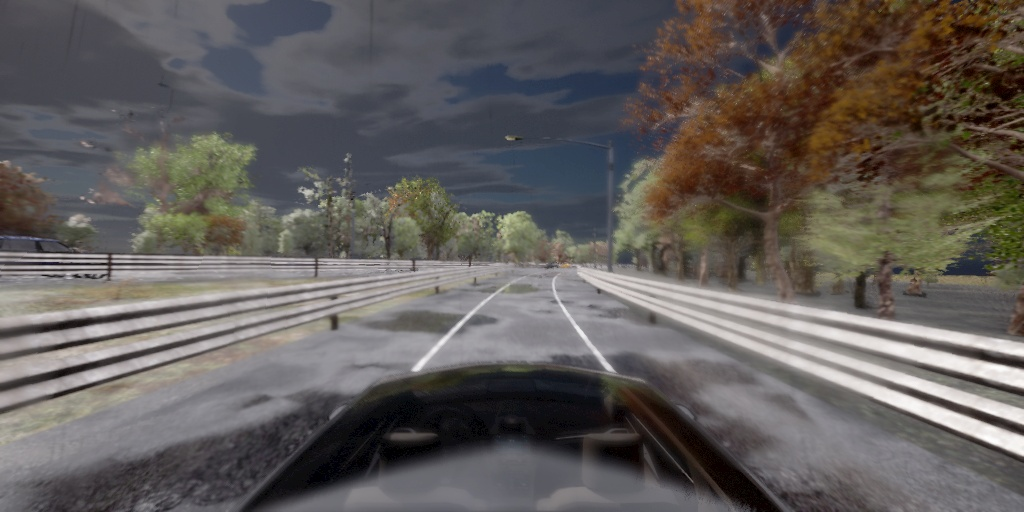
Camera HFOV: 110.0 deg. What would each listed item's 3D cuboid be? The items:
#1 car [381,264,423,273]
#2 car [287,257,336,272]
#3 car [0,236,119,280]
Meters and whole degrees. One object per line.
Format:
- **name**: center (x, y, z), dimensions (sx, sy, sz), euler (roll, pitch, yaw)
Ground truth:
- **car**: center (-12.487, 1.113, 40.902), dimensions (2.033, 1.411, 5.357), euler (0, -1, 26)
- **car**: center (-21.379, 0.867, 38.567), dimensions (1.882, 1.535, 5.008), euler (0, -1, 26)
- **car**: center (-23.626, 0.131, 17.821), dimensions (2.150, 2.045, 5.566), euler (0, -1, 26)
